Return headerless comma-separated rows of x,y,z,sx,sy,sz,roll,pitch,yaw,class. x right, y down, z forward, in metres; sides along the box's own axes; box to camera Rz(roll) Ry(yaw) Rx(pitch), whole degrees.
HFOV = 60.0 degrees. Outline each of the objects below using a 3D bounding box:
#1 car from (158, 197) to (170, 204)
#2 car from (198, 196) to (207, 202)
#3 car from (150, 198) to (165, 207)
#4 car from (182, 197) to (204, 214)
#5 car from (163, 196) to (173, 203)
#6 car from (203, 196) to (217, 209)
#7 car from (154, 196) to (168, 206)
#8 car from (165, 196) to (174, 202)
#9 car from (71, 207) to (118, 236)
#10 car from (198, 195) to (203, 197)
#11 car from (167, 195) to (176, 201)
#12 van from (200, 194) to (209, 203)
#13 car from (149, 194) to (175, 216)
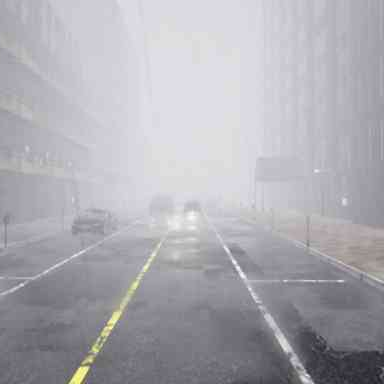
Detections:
-5.345,1.645,63.754,1.802,1.307,4.206,1,0,0,car
2.525,1.627,80.547,1.887,1.381,4.507,1,0,0,car
-5.338,1.617,52.461,1.947,1.339,4.313,1,0,0,car
0.058,1.539,35.144,1.837,1.490,4.892,0,0,0,car
-5.352,1.657,75.047,1.802,1.307,4.206,1,0,0,car
2.546,1.596,46.633,2.008,1.369,4.403,1,0,0,car
-5.340,1.497,58.108,1.967,1.590,4.097,1,0,0,car
-5.355,1.607,80.524,1.752,1.417,4.829,1,0,0,car
-5.317,1.568,18.582,2.008,1.369,4.403,1,0,0,car
0.008,1.536,45.311,2.128,1.511,4.902,0,0,0,car
-5.357,1.529,86.340,1.967,1.590,4.097,1,0,0,car
2.535,1.410,69.242,1.690,1.788,3.998,1,0,0,van
-2.871,1.253,32.733,2.150,2.045,5.566,0,0,0,car
